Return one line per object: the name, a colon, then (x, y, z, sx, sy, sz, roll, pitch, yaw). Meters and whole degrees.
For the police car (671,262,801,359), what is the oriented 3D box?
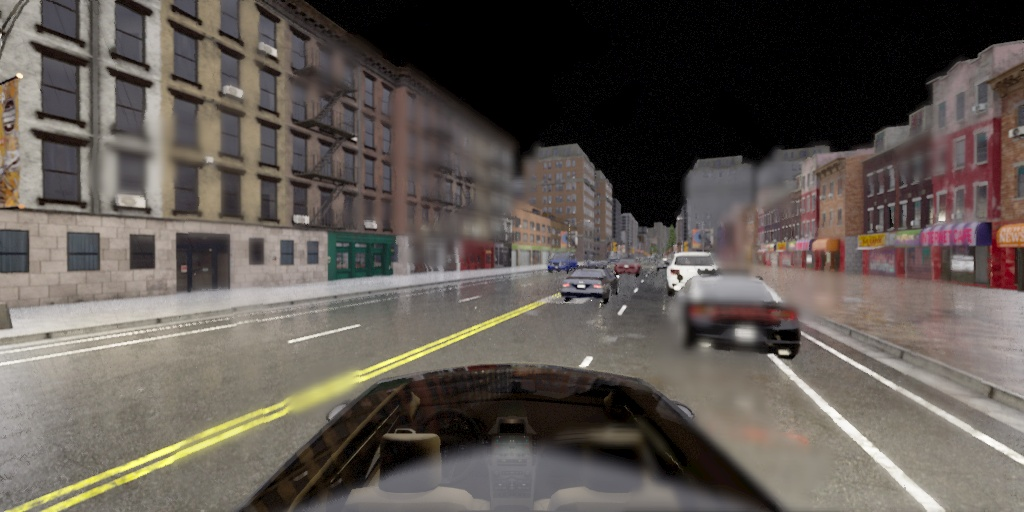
police car: (5.007, 1.113, 8.554, 1.930, 1.638, 5.238, 0, 1, 23)

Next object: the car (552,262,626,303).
car: (3.595, 1.175, 15.888, 2.033, 1.411, 5.357, 0, 0, 23)

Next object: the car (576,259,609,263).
car: (8.095, 1.132, 35.631, 1.895, 1.301, 4.718, 0, 0, 23)

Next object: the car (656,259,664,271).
car: (18.160, 1.065, 42.568, 2.033, 1.411, 5.357, 0, 0, 23)

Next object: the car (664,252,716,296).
car: (8.827, 0.839, 17.709, 2.150, 2.045, 5.566, 0, 0, 23)

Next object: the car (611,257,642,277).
car: (10.727, 0.898, 32.982, 2.097, 1.767, 4.553, 0, 0, 23)

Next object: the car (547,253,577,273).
car: (5.406, 0.742, 37.625, 2.150, 2.045, 5.566, 0, 0, 23)
